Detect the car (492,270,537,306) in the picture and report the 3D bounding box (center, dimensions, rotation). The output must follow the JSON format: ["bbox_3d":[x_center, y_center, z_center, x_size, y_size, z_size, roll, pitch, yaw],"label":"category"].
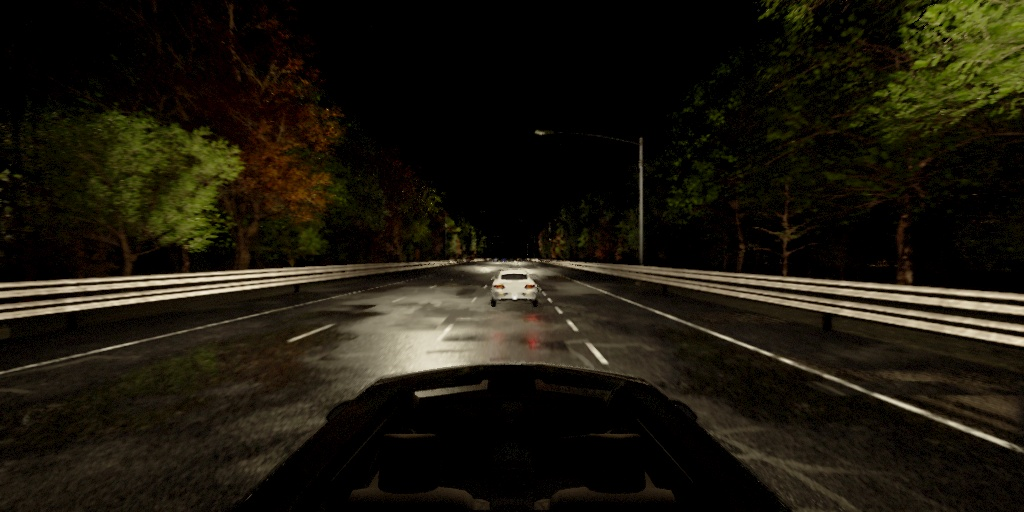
[{"bbox_3d":[0.084,1.326,15.783,1.812,1.442,4.674,0,0,0],"label":"car"}]
